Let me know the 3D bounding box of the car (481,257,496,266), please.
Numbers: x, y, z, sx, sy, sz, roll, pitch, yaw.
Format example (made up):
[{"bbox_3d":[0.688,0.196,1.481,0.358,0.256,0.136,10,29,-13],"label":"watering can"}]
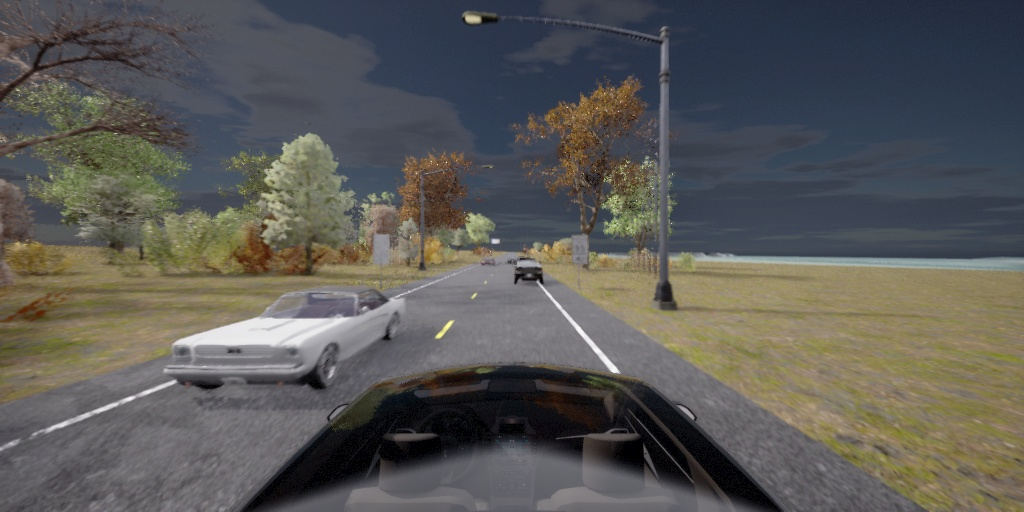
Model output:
[{"bbox_3d":[-3.492,0.774,53.190,1.994,1.385,4.181,0,1,1],"label":"car"}]

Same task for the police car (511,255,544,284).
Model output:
[{"bbox_3d":[1.048,0.943,24.277,1.930,1.638,5.238,0,1,0],"label":"police car"}]

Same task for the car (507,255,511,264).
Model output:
[{"bbox_3d":[0.079,0.724,61.458,1.895,1.301,4.718,0,1,0],"label":"car"}]

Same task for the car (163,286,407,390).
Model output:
[{"bbox_3d":[-3.599,1.298,6.847,1.895,1.301,4.718,0,1,0],"label":"car"}]
